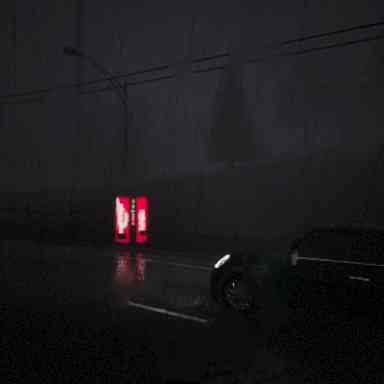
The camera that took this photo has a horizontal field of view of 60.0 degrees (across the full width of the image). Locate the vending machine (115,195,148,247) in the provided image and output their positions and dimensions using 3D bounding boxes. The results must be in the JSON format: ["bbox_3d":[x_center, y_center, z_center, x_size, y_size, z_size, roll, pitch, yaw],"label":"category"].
[{"bbox_3d":[-2.577,1.186,14.195,0.880,2.100,1.100,0,0,29],"label":"vending machine"}]

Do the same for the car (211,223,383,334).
[{"bbox_3d":[2.591,1.350,6.071,4.553,1.767,2.097,0,0,34],"label":"car"}]
